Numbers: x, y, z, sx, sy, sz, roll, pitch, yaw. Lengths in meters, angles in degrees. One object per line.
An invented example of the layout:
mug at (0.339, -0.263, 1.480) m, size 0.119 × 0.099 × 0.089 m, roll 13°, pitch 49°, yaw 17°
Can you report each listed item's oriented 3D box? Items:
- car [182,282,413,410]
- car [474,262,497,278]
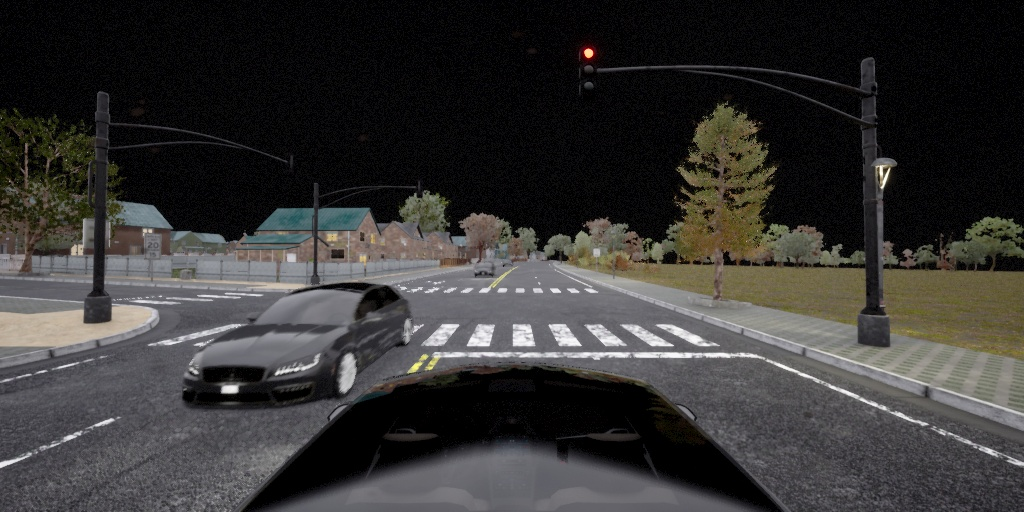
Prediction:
car at (-3.218, 1.279, 6.539) m, size 1.837 × 1.490 × 4.892 m, roll 0°, pitch 0°, yaw 0°
car at (-2.559, 1.339, 35.211) m, size 1.837 × 1.490 × 4.892 m, roll 0°, pitch 0°, yaw 2°
